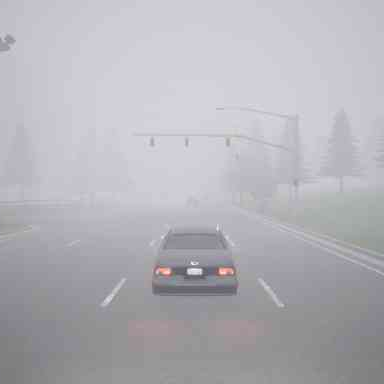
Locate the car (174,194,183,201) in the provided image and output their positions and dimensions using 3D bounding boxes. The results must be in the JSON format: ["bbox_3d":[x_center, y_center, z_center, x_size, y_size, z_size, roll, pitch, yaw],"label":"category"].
[{"bbox_3d":[-3.460,1.516,83.890,1.812,1.442,4.674,0,0,0],"label":"car"}]

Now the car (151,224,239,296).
[{"bbox_3d":[0.070,1.547,8.790,2.033,1.411,5.357,0,0,0],"label":"car"}]

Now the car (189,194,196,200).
[{"bbox_3d":[0.045,1.310,93.892,1.882,1.535,5.008,0,0,0],"label":"car"}]

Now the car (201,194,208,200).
[{"bbox_3d":[3.545,1.310,93.890,1.882,1.535,5.008,0,0,0],"label":"car"}]

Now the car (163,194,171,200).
[{"bbox_3d":[-6.955,1.384,93.895,1.994,1.385,4.181,0,0,0],"label":"car"}]

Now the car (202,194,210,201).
[{"bbox_3d":[3.540,1.491,83.470,1.837,1.490,4.892,0,0,0],"label":"car"}]

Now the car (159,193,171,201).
[{"bbox_3d":[-6.960,1.216,83.505,2.150,2.045,5.566,0,0,0],"label":"car"}]

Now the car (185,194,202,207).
[{"bbox_3d":[0.023,1.351,52.829,2.097,1.767,4.553,0,0,0],"label":"car"}]

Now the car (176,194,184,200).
[{"bbox_3d":[-3.455,1.357,93.893,2.128,1.511,4.902,0,0,0],"label":"car"}]

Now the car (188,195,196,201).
[{"bbox_3d":[0.040,1.531,83.472,2.033,1.411,5.357,0,0,0],"label":"car"}]
